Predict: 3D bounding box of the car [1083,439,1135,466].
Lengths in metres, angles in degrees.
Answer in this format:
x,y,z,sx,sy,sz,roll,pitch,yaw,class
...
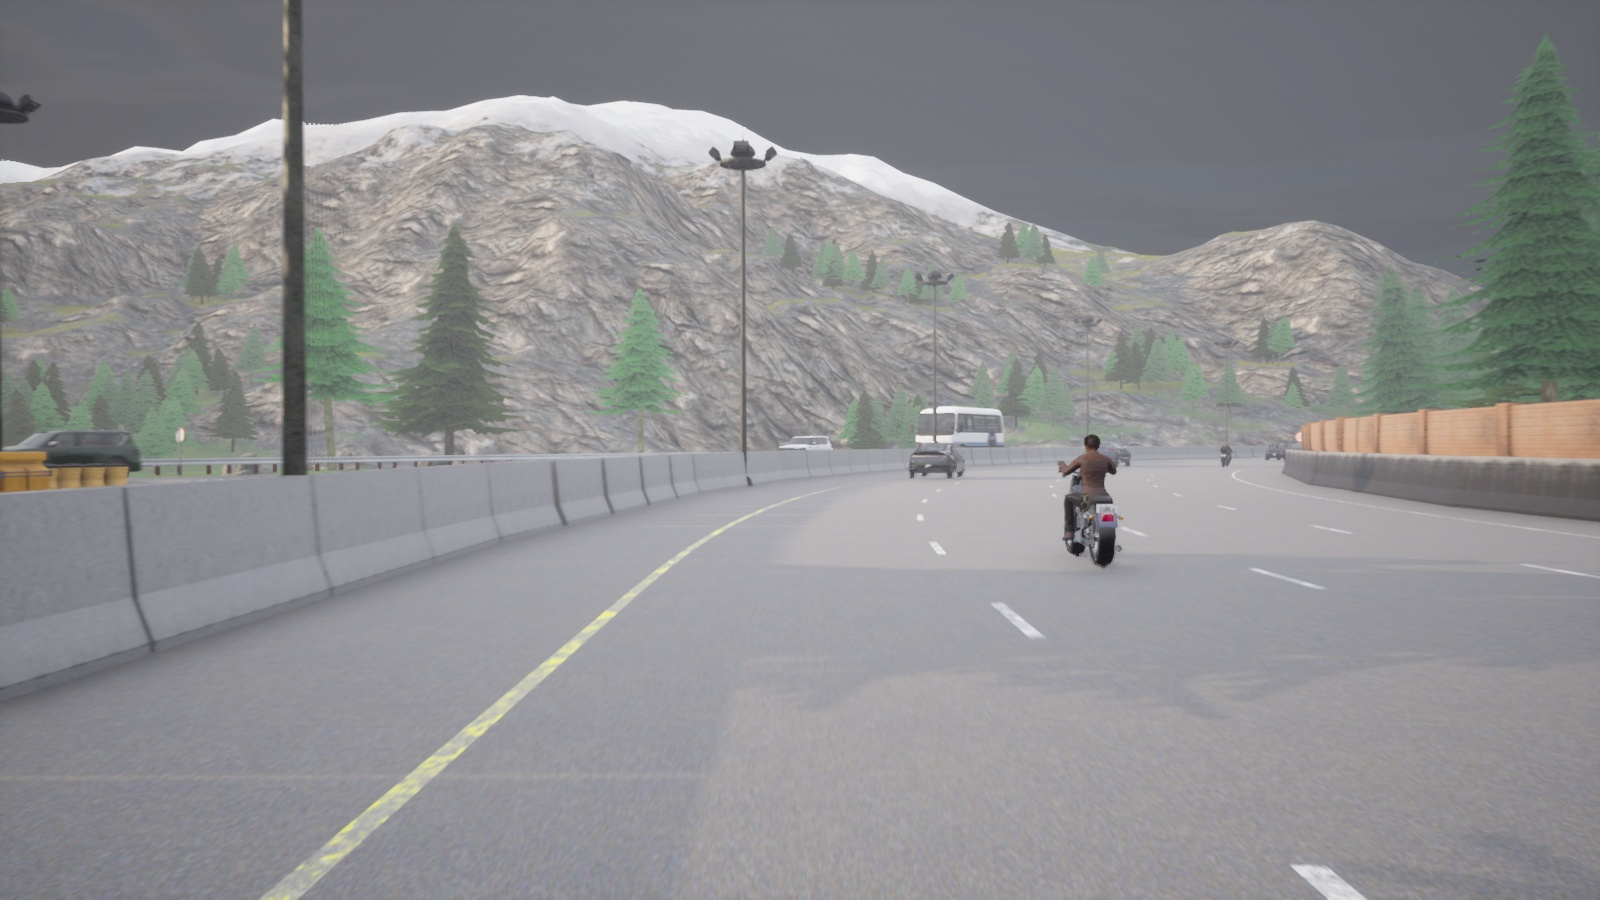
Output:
x,y,z,sx,sy,sz,roll,pitch,yaw,class
19.584,0.117,79.438,2.152,1.651,5.027,0,0,26,car

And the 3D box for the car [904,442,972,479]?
x,y,z,sx,sy,sz,roll,pitch,yaw,class
5.972,0.420,53.956,2.128,1.511,4.902,0,0,16,car

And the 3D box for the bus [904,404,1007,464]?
x,y,z,sx,sy,sz,roll,pitch,yaw,class
11.874,-1.126,94.662,3.944,4.253,10.273,0,0,30,bus

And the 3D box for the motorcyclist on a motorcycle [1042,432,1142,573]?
x,y,z,sx,sy,sz,roll,pitch,yaw,class
3.650,0.615,15.902,0.766,1.649,2.350,0,0,1,motorcyclist on a motorcycle

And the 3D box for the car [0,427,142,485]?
x,y,z,sx,sy,sz,roll,pitch,yaw,class
-27.847,0.195,46.763,2.150,2.045,5.566,0,0,34,car

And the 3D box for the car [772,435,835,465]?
x,y,z,sx,sy,sz,roll,pitch,yaw,class
0.287,-0.003,87.823,2.150,2.045,5.566,0,0,26,car
